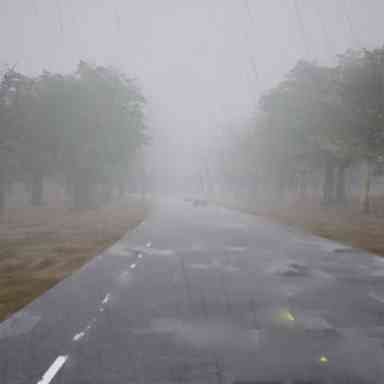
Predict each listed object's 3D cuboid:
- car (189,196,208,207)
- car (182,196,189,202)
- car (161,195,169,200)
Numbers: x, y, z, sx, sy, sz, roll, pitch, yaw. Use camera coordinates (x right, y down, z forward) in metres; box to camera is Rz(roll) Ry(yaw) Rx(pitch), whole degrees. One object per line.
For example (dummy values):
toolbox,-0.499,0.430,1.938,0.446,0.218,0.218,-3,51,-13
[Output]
car,1.196,1.354,51.959,2.097,1.767,4.553,0,0,-5
car,-1.086,1.545,71.067,1.895,1.301,4.718,0,0,-8
car,-6.946,1.507,86.272,1.895,1.301,4.718,0,0,-9
